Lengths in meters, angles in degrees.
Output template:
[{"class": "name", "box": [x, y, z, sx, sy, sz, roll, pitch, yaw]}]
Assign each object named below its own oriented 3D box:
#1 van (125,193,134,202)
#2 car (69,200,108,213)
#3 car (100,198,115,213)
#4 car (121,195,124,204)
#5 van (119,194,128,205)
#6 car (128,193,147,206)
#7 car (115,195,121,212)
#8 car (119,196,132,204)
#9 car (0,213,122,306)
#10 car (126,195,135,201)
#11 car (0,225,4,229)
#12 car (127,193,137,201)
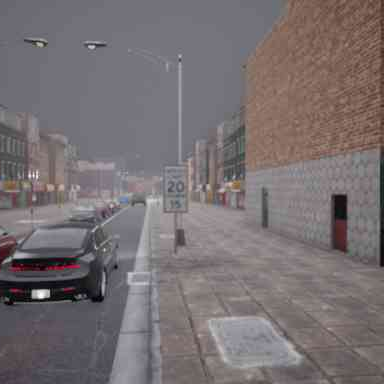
[{"class": "van", "box": [-13.544, 1.226, 72.004, 1.690, 1.788, 3.998, 0, 0, -7]}, {"class": "car", "box": [-7.472, 1.510, 23.478, 2.008, 1.369, 4.403, 0, 0, -7]}, {"class": "car", "box": [-8.147, 1.493, 28.869, 1.887, 1.381, 4.507, 0, 0, -7]}, {"class": "car", "box": [-9.475, 1.455, 39.485, 1.752, 1.417, 4.829, 0, 0, -7]}, {"class": "van", "box": [-11.521, 1.246, 55.829, 1.690, 1.788, 3.998, 0, 0, -7]}, {"class": "car", "box": [-8.211, 1.129, 51.453, 2.150, 2.045, 5.566, 0, 0, -7]}, {"class": "car", "box": [-8.822, 1.379, 34.261, 1.967, 1.590, 4.097, 0, 0, -7]}, {"class": "car", "box": [-12.194, 1.463, 61.221, 1.947, 1.339, 4.313, 0, 0, -7]}, {"class": "car", "box": [-2.886, 1.492, 8.096, 1.837, 1.490, 4.892, 0, 0, -7]}, {"class": "car", "box": [-14.217, 1.424, 77.396, 1.887, 1.381, 4.507, 0, 0, -7]}, {"class": "car", "box": [-5.450, 1.433, 7.302, 1.967, 1.590, 4.097, 0, 0, -7]}, {"class": "car", "box": [-14.894, 1.190, 82.788, 2.192, 1.841, 5.009, 0, 0, -7]}]
